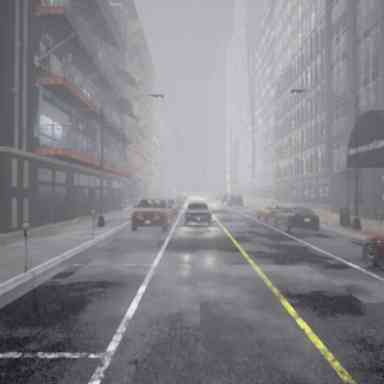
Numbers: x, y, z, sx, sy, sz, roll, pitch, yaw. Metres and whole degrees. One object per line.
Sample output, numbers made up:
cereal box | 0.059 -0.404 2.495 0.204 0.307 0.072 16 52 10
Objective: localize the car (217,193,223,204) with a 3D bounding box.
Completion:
car | 6.202 1.094 59.264 2.192 1.841 5.009 1 0 0

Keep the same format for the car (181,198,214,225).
car | 0.408 1.416 23.082 1.837 1.490 4.892 0 0 0

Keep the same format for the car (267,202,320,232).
car | 6.102 1.507 19.706 1.947 1.339 4.313 1 0 0

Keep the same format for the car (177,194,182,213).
car | -2.249 1.312 31.029 1.967 1.590 4.097 1 0 0

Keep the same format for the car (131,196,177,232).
car | -2.274 1.232 19.727 2.192 1.841 5.009 1 0 0

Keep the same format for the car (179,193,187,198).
car | -2.196 1.323 53.637 1.887 1.381 4.507 1 0 0

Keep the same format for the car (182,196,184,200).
car | -2.237 1.394 36.682 1.887 1.381 4.507 1 0 0

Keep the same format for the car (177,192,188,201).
car | -2.137 0.993 76.240 2.192 1.841 5.009 1 0 0

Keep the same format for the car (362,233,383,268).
car | 6.076 1.426 8.401 1.967 1.590 4.097 1 0 0

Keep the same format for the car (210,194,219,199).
car | 6.279 1.191 93.173 1.947 1.339 4.313 1 0 0

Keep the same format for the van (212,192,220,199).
van | 6.269 0.992 87.521 1.690 1.788 3.998 1 0 0

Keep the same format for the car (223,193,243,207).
car | 6.174 1.142 47.962 2.192 1.841 5.009 1 0 0

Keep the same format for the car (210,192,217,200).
car | 6.254 1.117 81.869 1.967 1.590 4.097 1 0 0

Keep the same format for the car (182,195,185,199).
car | -2.224 1.392 42.333 1.947 1.339 4.313 1 0 0

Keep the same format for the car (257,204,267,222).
car | 6.116 1.443 25.528 1.752 1.417 4.829 1 0 0
